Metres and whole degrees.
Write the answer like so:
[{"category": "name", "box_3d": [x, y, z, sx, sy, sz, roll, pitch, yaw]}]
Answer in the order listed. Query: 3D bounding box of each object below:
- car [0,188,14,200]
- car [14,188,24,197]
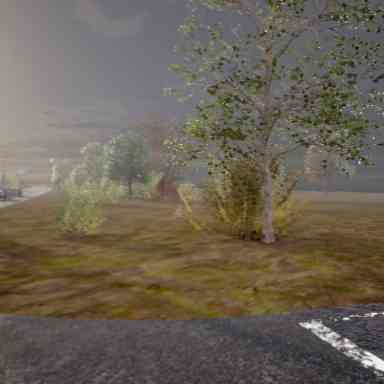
[{"category": "car", "box_3d": [-25.151, 0.323, 43.776, 1.812, 1.442, 4.674, 1, 0, -19]}, {"category": "car", "box_3d": [-29.737, 0.008, 56.305, 2.128, 1.511, 4.902, 1, 1, -20]}]
